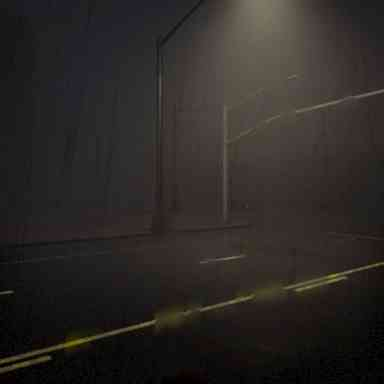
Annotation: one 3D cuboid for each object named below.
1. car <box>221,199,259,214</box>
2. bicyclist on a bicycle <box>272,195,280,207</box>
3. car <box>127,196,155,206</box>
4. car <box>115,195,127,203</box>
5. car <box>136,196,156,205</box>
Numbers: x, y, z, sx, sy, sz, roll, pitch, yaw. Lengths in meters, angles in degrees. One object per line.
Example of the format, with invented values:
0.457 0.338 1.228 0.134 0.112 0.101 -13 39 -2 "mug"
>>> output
5.069 1.498 35.735 1.812 1.442 4.674 0 0 -36 "car"
11.562 1.263 45.545 1.656 1.620 0.582 0 0 -36 "bicyclist on a bicycle"
-8.101 1.464 54.222 2.128 1.511 4.902 0 0 -35 "car"
-14.346 1.437 69.134 1.812 1.442 4.674 0 0 -36 "car"
-8.538 1.532 61.081 1.994 1.385 4.181 0 0 -35 "car"
